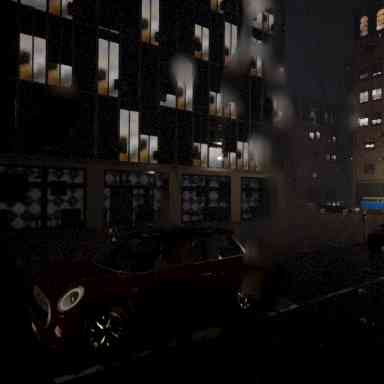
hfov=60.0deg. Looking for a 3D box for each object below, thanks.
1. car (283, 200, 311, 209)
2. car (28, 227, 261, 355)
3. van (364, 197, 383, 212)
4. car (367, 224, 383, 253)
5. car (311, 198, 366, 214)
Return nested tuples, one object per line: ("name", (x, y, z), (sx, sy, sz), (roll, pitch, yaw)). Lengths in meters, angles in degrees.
("car", (15.654, 1.787, 48.834), (1.752, 1.417, 4.829), (0, -1, -35))
("car", (-0.703, 1.441, 6.045), (4.097, 1.590, 1.967), (0, 1, -36))
("van", (22.087, 1.525, 39.583), (1.690, 1.788, 3.998), (0, -1, -35))
("car", (8.370, 1.567, 12.524), (4.313, 1.339, 1.947), (0, 1, -36))
("car", (15.202, 1.620, 34.801), (2.008, 1.369, 4.403), (0, -1, -35))
